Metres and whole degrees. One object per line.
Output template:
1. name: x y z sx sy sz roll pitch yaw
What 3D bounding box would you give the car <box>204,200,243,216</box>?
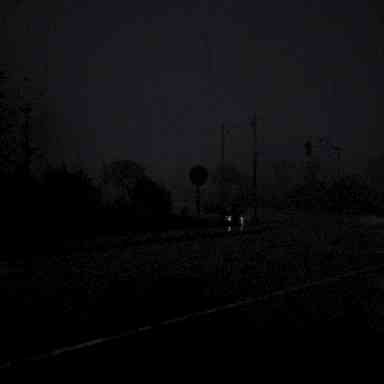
1. car: 2.904 1.529 32.285 1.812 1.442 4.674 0 0 -32

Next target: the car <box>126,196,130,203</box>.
1. car: -11.092 1.341 54.387 2.128 1.511 4.902 0 1 -33
